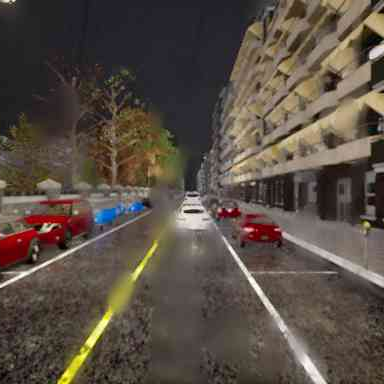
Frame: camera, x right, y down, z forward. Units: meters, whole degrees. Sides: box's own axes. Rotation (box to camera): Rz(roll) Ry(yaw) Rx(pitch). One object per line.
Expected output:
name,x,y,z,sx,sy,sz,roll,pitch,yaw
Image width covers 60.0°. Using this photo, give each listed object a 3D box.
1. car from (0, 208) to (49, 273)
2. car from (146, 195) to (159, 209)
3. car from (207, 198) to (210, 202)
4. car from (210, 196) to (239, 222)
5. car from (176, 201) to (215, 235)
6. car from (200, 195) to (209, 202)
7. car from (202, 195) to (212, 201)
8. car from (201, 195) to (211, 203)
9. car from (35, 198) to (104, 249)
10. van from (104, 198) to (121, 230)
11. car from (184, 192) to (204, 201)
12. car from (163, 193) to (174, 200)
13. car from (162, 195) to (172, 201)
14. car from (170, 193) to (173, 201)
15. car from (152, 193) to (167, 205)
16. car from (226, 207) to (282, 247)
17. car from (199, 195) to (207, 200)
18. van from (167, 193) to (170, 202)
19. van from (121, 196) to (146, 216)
car,-5.691,1.409,8.709,1.967,1.590,4.097,0,0,0
car,-5.703,1.429,42.493,1.947,1.339,4.313,0,0,0
car,2.681,1.478,31.235,1.802,1.307,4.206,0,0,0
car,2.683,1.354,25.604,1.967,1.590,4.097,0,0,0
car,0.095,1.463,18.300,1.812,1.442,4.674,0,0,0
car,2.669,1.375,70.647,1.802,1.307,4.206,0,0,0
car,2.677,1.428,42.496,1.947,1.339,4.313,0,0,0
car,2.671,1.330,65.186,1.752,1.417,4.829,0,0,0
car,-5.694,1.266,14.340,2.192,1.841,5.009,0,0,0
van,-5.696,1.274,19.971,1.690,1.788,3.998,0,0,0
car,0.088,1.078,44.070,2.150,2.045,5.566,0,0,0
car,-5.715,1.087,81.906,2.192,1.841,5.009,0,0,0
car,-5.713,1.327,76.274,1.887,1.381,4.507,0,0,0
car,-5.711,1.376,70.644,1.802,1.307,4.206,0,0,0
car,-5.706,1.147,53.752,2.192,1.841,5.009,0,0,0
car,2.686,1.532,14.343,1.802,1.307,4.206,0,0,0
car,2.665,1.336,81.909,1.947,1.339,4.313,0,0,0
van,-5.709,1.147,65.012,1.690,1.788,3.998,0,0,0
van,-5.699,1.239,31.232,1.690,1.788,3.998,0,0,0
